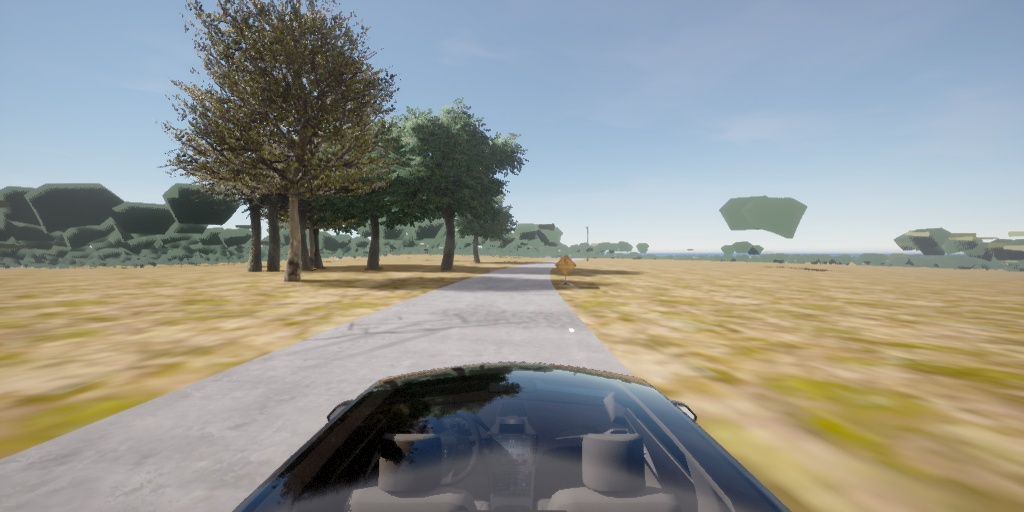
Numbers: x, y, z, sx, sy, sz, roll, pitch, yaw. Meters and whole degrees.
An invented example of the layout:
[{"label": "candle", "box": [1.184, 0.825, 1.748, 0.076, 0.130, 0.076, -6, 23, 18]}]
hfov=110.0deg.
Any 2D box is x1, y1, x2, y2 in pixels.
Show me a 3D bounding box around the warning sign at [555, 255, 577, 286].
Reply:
[{"label": "warning sign", "box": [3.274, 0.842, 21.898, 1.300, 1.860, 1.060, 0, 0, 4]}]
